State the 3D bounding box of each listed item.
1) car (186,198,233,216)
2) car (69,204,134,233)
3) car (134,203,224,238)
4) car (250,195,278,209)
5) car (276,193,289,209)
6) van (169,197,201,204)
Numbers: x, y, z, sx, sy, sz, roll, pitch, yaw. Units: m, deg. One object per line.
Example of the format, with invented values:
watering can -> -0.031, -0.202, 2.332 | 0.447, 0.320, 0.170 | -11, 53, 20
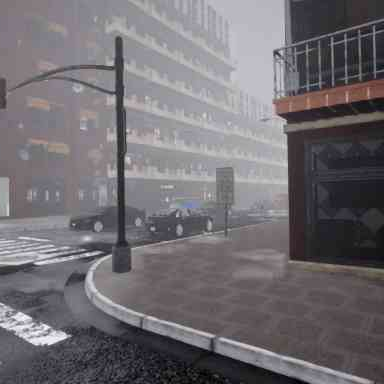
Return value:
car -> 1.851, 1.474, 29.404 | 1.837, 1.490, 4.892 | -1, 0, 35
car -> -4.919, 1.476, 19.944 | 1.882, 1.535, 5.008 | -1, -1, 36
car -> -0.507, 1.435, 16.803 | 2.008, 1.369, 4.403 | -1, -1, 36
car -> 9.287, 1.431, 44.040 | 1.967, 1.590, 4.097 | -1, -1, 36
car -> 12.041, 1.159, 43.588 | 2.150, 2.045, 5.566 | -2, -1, 36
van -> -0.438, 1.365, 30.449 | 1.690, 1.788, 3.998 | -1, -1, 36
